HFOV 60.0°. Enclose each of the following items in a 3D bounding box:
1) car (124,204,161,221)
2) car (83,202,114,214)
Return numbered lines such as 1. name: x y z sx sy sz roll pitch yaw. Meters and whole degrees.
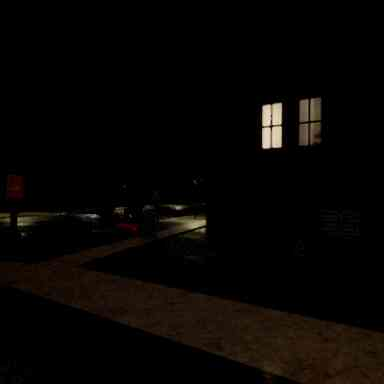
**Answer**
1. car: -4.512 1.879 30.840 2.128 1.511 4.902 1 -1 18
2. car: -11.471 1.929 41.226 1.812 1.442 4.674 1 -1 19
